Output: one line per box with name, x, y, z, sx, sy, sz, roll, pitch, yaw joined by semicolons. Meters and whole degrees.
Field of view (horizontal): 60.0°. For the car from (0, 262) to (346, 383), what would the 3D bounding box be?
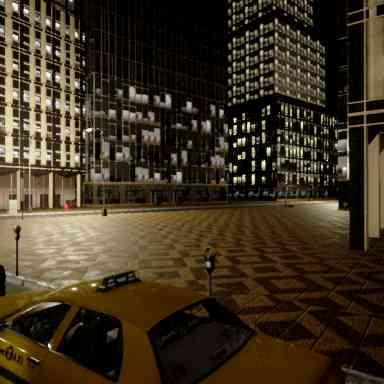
car;-0.960;1.526;3.559;4.829;1.417;1.752;0;0;35
